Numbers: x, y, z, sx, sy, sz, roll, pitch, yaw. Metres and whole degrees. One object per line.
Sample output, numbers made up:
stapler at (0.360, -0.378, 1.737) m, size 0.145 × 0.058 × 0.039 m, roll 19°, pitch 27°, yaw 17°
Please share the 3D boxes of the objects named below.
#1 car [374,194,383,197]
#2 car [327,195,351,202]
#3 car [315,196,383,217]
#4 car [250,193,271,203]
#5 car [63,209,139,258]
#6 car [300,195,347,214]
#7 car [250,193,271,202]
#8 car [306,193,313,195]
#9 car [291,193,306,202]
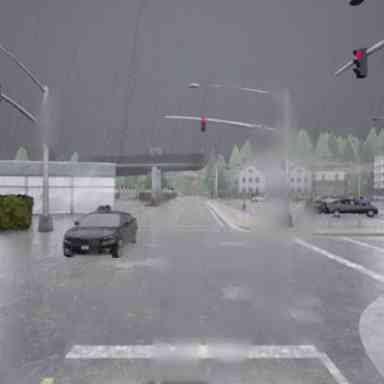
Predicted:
car at (39.106, 1.252, 68.902) m, size 3.806 × 1.475 × 1.970 m, roll 0°, pitch 0°, yaw 0°
car at (32.084, 1.319, 72.616) m, size 4.514 × 1.523 × 2.007 m, roll 0°, pitch 0°, yaw 0°
car at (13.372, 1.348, 28.379) m, size 4.514 × 1.523 × 2.007 m, roll 0°, pitch 0°, yaw 0°
car at (13.543, 1.379, 65.773) m, size 3.806 × 1.475 × 1.970 m, roll 0°, pitch 0°, yaw 0°
car at (-3.344, 1.483, 13.001) m, size 1.882 × 1.535 × 5.008 m, roll 0°, pitch 0°, yaw 1°
car at (13.343, 1.339, 31.517) m, size 5.027 × 1.636 × 2.152 m, roll 0°, pitch 0°, yaw 0°
car at (14.179, 1.096, 69.093) m, size 3.866 × 1.878 × 1.905 m, roll 0°, pitch 0°, yaw 0°
car at (21.219, 1.313, 53.298) m, size 4.514 × 1.523 × 2.007 m, roll 0°, pitch 0°, yaw 0°
car at (22.023, 1.116, 65.749) m, size 4.605 × 1.855 × 1.932 m, roll 0°, pitch 0°, yaw 0°
